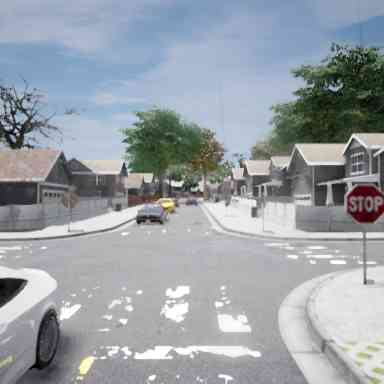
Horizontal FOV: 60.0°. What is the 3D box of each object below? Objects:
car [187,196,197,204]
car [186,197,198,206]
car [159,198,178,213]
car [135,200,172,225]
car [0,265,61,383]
[{"bbox_3d":[-0.084,1.563,65.513,1.895,1.301,4.718,0,0,0],"label":"car"},{"bbox_3d":[-0.071,1.510,55.059,2.033,1.411,5.357,0,0,0],"label":"car"},{"bbox_3d":[-2.888,1.449,35.898,1.882,1.535,5.008,0,0,0],"label":"car"},{"bbox_3d":[-2.875,1.527,24.422,2.033,1.411,5.357,0,0,0],"label":"car"},{"bbox_3d":[-2.752,1.525,3.024,1.812,1.442,4.674,0,0,0],"label":"car"}]
